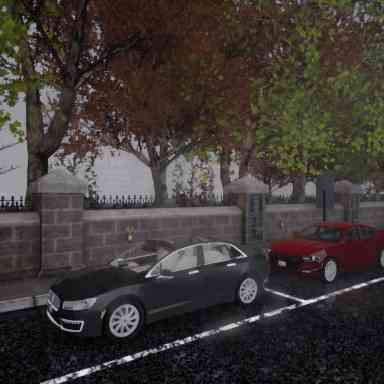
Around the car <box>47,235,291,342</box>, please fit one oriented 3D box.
[{"bbox_3d":[-0.391,1.551,6.374,4.403,1.369,2.008,0,0,-36],"label":"car"}]

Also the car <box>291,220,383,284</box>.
[{"bbox_3d":[4.089,1.546,9.634,4.507,1.381,1.887,0,0,-36],"label":"car"}]
